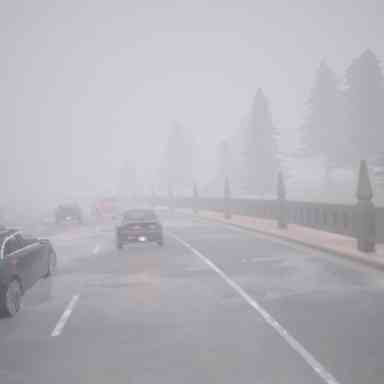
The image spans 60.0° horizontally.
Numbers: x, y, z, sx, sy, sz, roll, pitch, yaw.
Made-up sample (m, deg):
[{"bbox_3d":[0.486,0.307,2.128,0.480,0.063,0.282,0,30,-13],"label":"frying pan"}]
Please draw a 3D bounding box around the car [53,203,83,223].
[{"bbox_3d":[-9.593,1.591,25.840,1.837,1.490,4.892,-2,0,-21],"label":"car"}]

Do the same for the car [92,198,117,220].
[{"bbox_3d":[-8.429,1.336,32.195,2.097,1.767,4.553,-2,1,-24],"label":"car"}]

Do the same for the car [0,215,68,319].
[{"bbox_3d":[-4.402,1.573,7.323,2.128,1.511,4.902,-2,1,-10],"label":"car"}]

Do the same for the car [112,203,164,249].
[{"bbox_3d":[-2.396,1.449,14.547,1.837,1.490,4.892,-2,1,-14],"label":"car"}]
